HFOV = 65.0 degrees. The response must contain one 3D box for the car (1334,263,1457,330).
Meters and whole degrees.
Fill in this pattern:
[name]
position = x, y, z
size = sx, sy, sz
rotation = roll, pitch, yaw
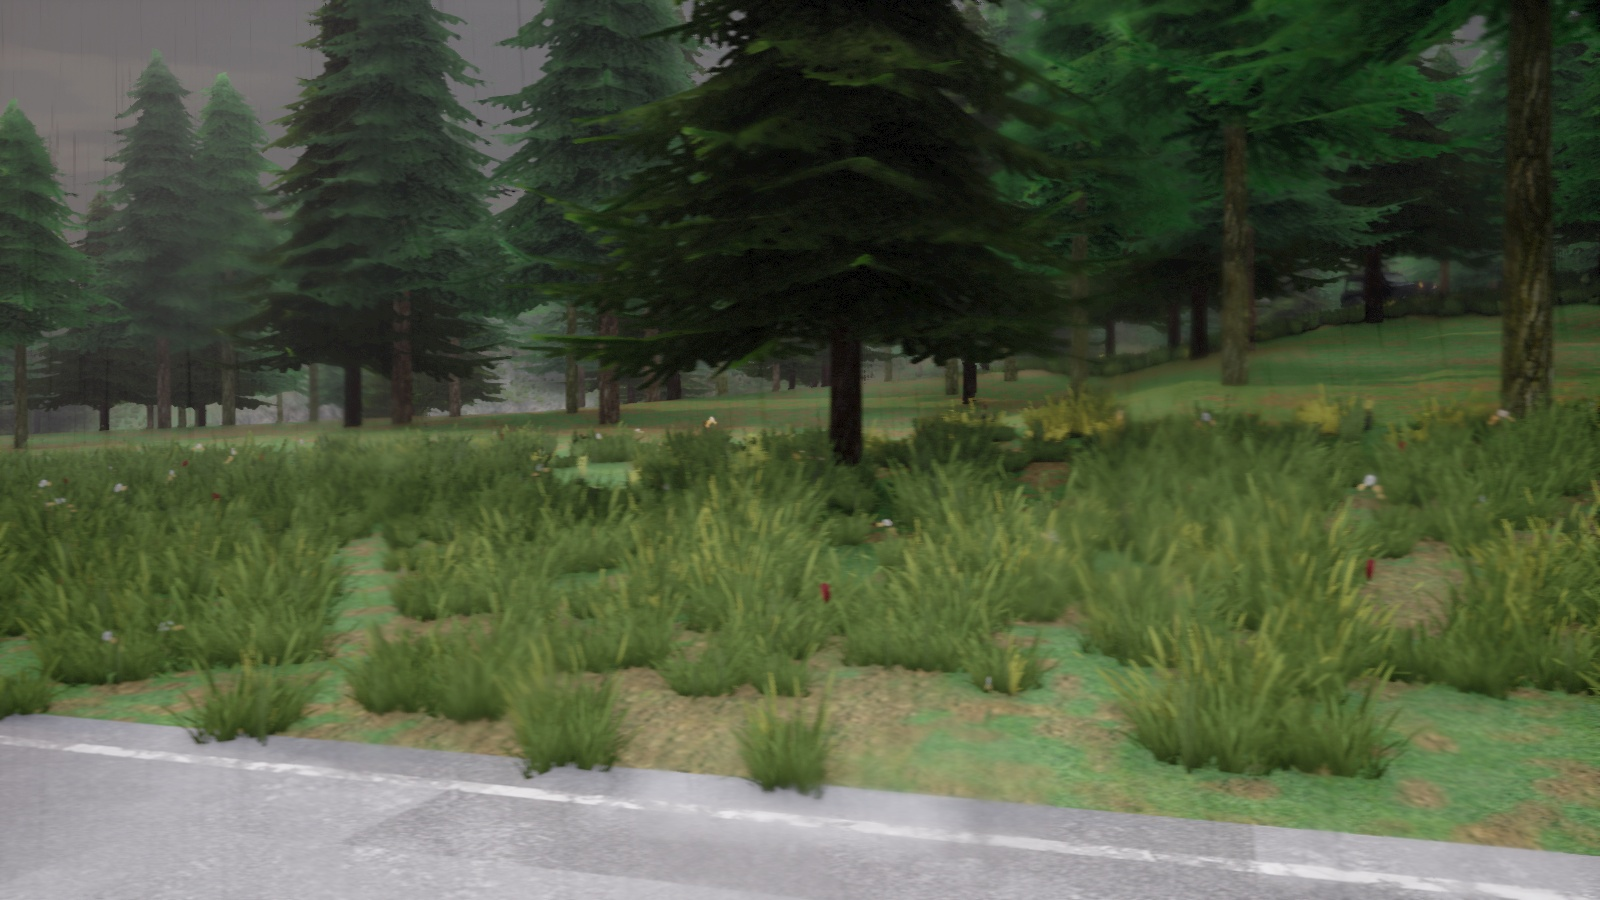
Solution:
[car]
position = 23.271, -5.962, 49.229
size = 1.905, 1.878, 3.866
rotation = -1, -4, -28
